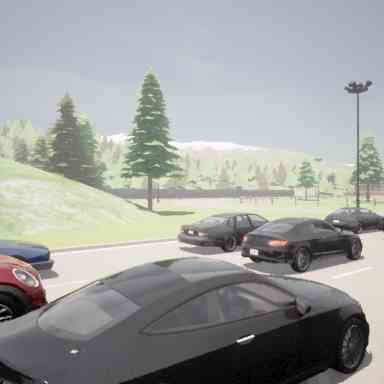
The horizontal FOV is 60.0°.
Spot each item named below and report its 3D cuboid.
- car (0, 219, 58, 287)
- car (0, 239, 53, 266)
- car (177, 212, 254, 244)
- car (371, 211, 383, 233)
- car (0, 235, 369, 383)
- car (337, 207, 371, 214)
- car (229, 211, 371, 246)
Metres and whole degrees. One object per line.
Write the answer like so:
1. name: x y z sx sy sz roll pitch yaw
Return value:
1. car: -6.246 1.547 7.879 5.357 1.411 2.033 0 0 -36
2. car: -4.584 1.352 4.760 4.553 1.767 2.097 0 0 -36
3. car: 1.990 1.547 13.845 5.357 1.411 2.033 0 0 -36
4. car: 11.117 1.492 16.137 4.902 1.511 2.128 0 0 -36
5. car: 0.203 1.526 3.910 4.674 1.442 1.812 0 0 -36
6. car: 9.471 1.564 19.265 4.181 1.385 1.994 0 0 -36
7. car: 3.608 1.526 10.709 4.674 1.442 1.812 0 0 -36
